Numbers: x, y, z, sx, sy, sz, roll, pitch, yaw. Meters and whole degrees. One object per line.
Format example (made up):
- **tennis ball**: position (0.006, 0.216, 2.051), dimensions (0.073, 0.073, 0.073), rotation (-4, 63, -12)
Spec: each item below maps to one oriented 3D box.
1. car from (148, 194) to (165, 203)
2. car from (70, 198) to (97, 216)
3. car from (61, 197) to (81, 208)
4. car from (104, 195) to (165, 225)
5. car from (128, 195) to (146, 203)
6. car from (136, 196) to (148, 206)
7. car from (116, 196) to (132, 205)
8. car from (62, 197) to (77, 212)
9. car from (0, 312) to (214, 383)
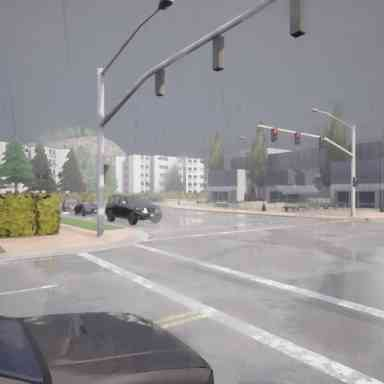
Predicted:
- **car**: position (-7.498, 1.354, 70.950), dimensions (2.097, 1.767, 4.553), rotation (0, 0, 17)
- **car**: position (-9.967, 1.564, 32.116), dimensions (1.994, 1.385, 4.181), rotation (0, 0, -34)
- **car**: position (-17.858, 1.492, 49.302), dimensions (2.128, 1.511, 4.902), rotation (0, 0, -13)
- **car**: position (-4.427, 1.221, 24.513), dimensions (2.150, 2.045, 5.566), rotation (0, 0, -40)
- **car**: position (-11.341, 1.477, 68.902), dimensions (1.882, 1.535, 5.008), rotation (0, 0, 14)
- **car**: position (-8.440, 1.503, 56.750), dimensions (1.837, 1.490, 4.892), rotation (-1, 0, -7)
- **car**: position (-12.025, 1.491, 58.870), dimensions (2.128, 1.511, 4.902), rotation (0, 0, -4)
- **car**: position (-14.441, 1.526, 39.688), dimensions (1.812, 1.442, 4.674), rotation (0, 0, -24)
- **car**: position (-2.343, 1.547, 2.094), dimensions (5.357, 1.411, 2.033), rotation (0, 0, -35)
